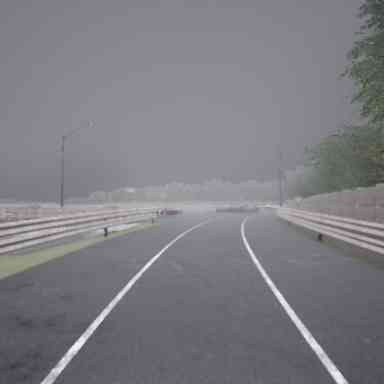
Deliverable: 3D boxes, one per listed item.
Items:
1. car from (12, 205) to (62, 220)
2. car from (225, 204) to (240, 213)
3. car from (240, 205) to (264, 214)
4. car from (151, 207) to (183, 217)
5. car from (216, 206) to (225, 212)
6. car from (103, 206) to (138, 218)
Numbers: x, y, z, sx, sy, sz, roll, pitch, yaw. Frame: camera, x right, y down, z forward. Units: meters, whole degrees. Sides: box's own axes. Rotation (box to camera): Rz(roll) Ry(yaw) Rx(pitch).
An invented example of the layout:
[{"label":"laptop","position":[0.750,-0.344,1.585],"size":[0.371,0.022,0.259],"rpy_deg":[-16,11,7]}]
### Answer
[{"label":"car","position":[-16.487,2.166,35.676],"size":[4.902,1.511,2.128],"rpy_deg":[2,-3,-44]},{"label":"car","position":[8.724,3.161,64.654],"size":[2.097,1.767,4.553],"rpy_deg":[-1,-2,25]},{"label":"car","position":[11.015,3.245,61.116],"size":[2.033,1.411,5.357],"rpy_deg":[-1,-2,26]},{"label":"car","position":[-3.318,2.660,44.891],"size":[1.895,1.301,4.718],"rpy_deg":[-1,-2,37]},{"label":"car","position":[6.447,3.483,68.149],"size":[1.994,1.385,4.181],"rpy_deg":[0,-2,23]},{"label":"car","position":[-7.792,2.209,34.600],"size":[1.812,1.442,4.674],"rpy_deg":[-2,-3,44]}]
